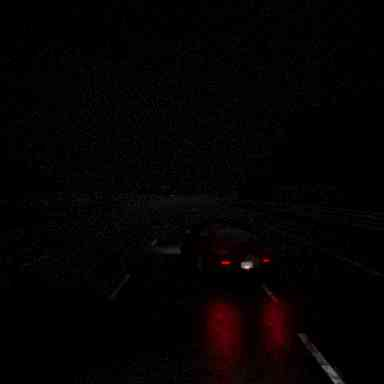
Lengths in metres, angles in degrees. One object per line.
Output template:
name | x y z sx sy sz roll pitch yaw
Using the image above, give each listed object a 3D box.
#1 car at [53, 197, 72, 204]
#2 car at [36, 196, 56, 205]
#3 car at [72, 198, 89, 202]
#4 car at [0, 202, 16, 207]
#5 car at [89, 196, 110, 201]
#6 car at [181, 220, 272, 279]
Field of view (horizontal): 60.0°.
car | -24.503 2.060 64.416 1.994 1.385 4.181 0 -1 0
car | -28.002 1.731 64.376 2.150 2.045 5.566 0 -1 0
car | -21.006 1.984 64.422 1.882 1.535 5.008 0 -1 0
car | -17.539 1.689 30.065 1.837 1.490 4.892 0 -1 1
car | -17.510 1.729 64.410 2.150 2.045 5.566 0 -1 0
car | 0.864 1.579 10.226 1.812 1.442 4.674 0 0 -11
